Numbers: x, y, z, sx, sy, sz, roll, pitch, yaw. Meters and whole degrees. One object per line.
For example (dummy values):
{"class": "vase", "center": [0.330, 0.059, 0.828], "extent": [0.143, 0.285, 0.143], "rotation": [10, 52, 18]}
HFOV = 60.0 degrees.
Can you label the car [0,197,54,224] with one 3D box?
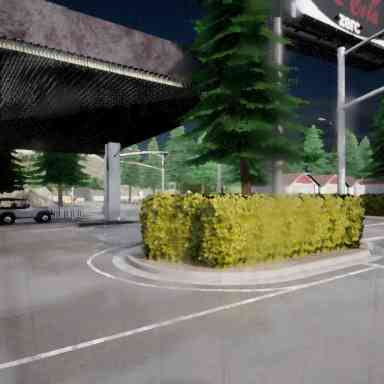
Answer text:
{"class": "car", "center": [-11.962, 1.313, 23.485], "extent": [3.866, 1.878, 1.905], "rotation": [0, 0, -36]}
